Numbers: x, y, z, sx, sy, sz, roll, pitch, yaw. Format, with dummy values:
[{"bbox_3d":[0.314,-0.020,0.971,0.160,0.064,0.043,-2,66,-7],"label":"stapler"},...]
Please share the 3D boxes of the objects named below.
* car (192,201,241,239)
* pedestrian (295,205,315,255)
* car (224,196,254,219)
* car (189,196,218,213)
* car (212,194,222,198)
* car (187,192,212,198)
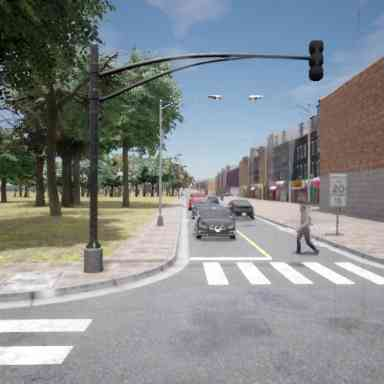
[{"bbox_3d":[1.097,1.453,17.221,1.837,1.490,4.892,0,1,-1],"label":"car"},{"bbox_3d":[4.032,1.310,11.887,0.375,1.860,0.375,1,0,-1],"label":"pedestrian"},{"bbox_3d":[3.841,1.373,27.266,1.837,1.490,4.892,0,0,-1],"label":"car"},{"bbox_3d":[0.899,1.359,27.271,1.837,1.490,4.892,0,0,-1],"label":"car"},{"bbox_3d":[3.289,1.203,54.960,2.128,1.511,4.902,0,0,-1],"label":"car"},{"bbox_3d":[0.694,0.997,37.979,2.150,2.045,5.566,0,0,-1],"label":"car"}]
